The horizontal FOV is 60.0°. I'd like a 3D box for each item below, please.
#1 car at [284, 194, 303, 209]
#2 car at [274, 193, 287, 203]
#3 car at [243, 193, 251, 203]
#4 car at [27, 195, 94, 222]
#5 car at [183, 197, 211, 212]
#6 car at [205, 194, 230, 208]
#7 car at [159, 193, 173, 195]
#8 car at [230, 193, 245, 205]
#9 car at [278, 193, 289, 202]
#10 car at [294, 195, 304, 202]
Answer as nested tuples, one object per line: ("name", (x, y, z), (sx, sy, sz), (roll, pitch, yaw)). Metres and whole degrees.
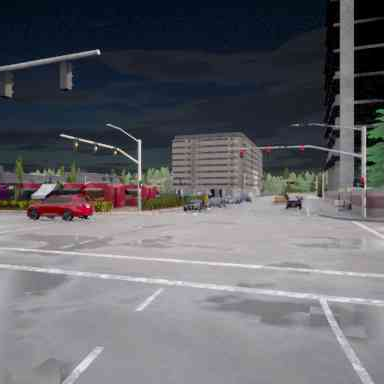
("car", (13.980, 1.477, 45.388), (1.882, 1.535, 5.008), (0, 0, 19))
("car", (17.685, 1.477, 67.011), (1.882, 1.535, 5.008), (0, 0, 19))
("car", (10.926, 1.225, 69.157), (2.150, 2.045, 5.566), (0, 0, 19))
("car", (-10.683, 1.278, 27.040), (5.566, 2.045, 2.150), (0, 0, 20))
("car", (0.468, 1.564, 38.906), (1.994, 1.385, 4.181), (0, 0, 17))
("car", (3.757, 1.504, 48.446), (1.837, 1.490, 4.892), (0, 0, 19))
("car", (-7.884, 1.208, 81.479), (4.605, 1.855, 1.932), (0, 0, 19))
("car", (7.357, 1.492, 58.928), (2.128, 1.511, 4.902), (0, 0, 19))
("car", (21.625, 1.225, 78.827), (2.150, 2.045, 5.566), (0, 0, 19))
("car", (24.818, 1.525, 77.347), (2.128, 1.511, 4.902), (0, 0, 19))
